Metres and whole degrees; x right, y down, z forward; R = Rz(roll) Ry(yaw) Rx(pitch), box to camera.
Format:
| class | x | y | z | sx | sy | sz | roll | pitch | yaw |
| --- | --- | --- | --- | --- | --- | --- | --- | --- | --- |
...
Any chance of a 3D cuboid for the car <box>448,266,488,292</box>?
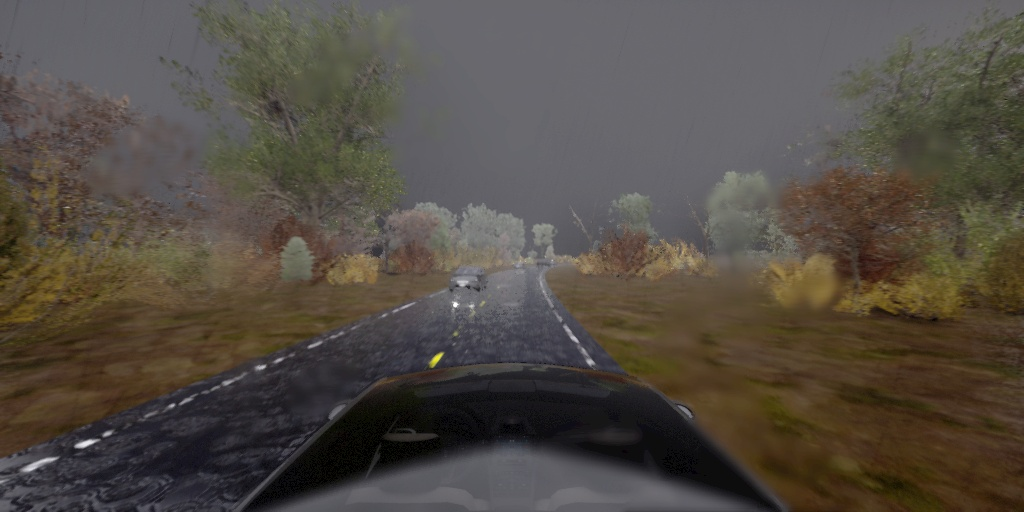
| class | x | y | z | sx | sy | sz | roll | pitch | yaw |
| --- | --- | --- | --- | --- | --- | --- | --- | --- | --- |
| car | -2.613 | 1.371 | 22.237 | 2.128 | 1.511 | 4.902 | 0 | 0 | 3 |

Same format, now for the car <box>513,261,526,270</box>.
| class | x | y | z | sx | sy | sz | roll | pitch | yaw |
| --- | --- | --- | --- | --- | --- | --- | --- | --- | --- |
| car | 1.379 | 1.691 | 63.757 | 2.128 | 1.511 | 4.902 | 0 | 0 | 8 |

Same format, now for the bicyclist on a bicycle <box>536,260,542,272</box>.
| class | x | y | z | sx | sy | sz | roll | pitch | yaw |
| --- | --- | --- | --- | --- | --- | --- | --- | --- | --- |
| bicyclist on a bicycle | 3.821 | 1.499 | 52.945 | 0.659 | 1.776 | 1.843 | 0 | 0 | 7 |

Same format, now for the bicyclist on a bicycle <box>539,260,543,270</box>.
| class | x | y | z | sx | sy | sz | roll | pitch | yaw |
| --- | --- | --- | --- | --- | --- | --- | --- | --- | --- |
| bicyclist on a bicycle | 4.974 | 1.569 | 61.822 | 0.659 | 1.776 | 1.843 | 0 | 0 | 8 |
